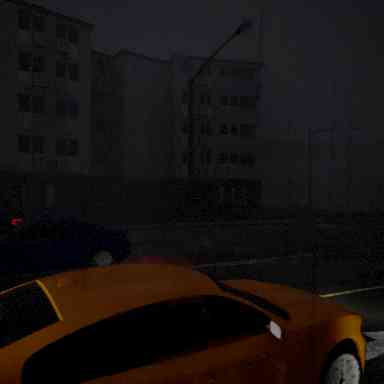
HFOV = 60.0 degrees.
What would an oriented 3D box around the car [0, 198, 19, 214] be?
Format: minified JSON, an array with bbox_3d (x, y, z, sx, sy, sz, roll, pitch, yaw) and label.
[{"bbox_3d":[-8.492,1.221,10.763,5.566,2.045,2.150,0,0,-34],"label":"car"}]

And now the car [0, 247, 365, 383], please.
[{"bbox_3d":[-0.350,1.478,3.223,5.008,1.535,1.882,0,0,-33],"label":"car"}]

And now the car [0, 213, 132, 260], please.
[{"bbox_3d":[-4.206,1.477,9.328,5.008,1.535,1.882,0,0,-30],"label":"car"}]
